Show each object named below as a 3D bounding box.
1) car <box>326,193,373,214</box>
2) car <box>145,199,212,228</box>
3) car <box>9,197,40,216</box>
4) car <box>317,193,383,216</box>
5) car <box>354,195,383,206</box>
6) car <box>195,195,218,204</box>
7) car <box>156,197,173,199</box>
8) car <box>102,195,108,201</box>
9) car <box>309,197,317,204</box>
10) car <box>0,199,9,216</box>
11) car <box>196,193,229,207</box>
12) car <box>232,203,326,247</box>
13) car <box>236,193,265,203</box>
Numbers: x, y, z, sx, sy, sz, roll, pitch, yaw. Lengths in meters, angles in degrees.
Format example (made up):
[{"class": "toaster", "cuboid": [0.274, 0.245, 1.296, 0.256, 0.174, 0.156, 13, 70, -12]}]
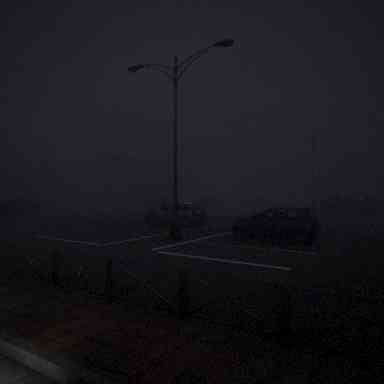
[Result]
[{"class": "car", "cuboid": [15.220, 1.077, 32.085, 3.866, 1.878, 1.905, 0, 0, 34]}, {"class": "car", "cuboid": [-1.030, 1.384, 20.701, 3.806, 1.475, 1.970, 0, 0, 34]}, {"class": "car", "cuboid": [-16.445, 1.330, 31.228, 5.027, 1.636, 2.152, 0, 0, 34]}, {"class": "car", "cuboid": [13.943, 1.097, 29.443, 4.605, 1.855, 1.932, 0, 0, 34]}, {"class": "car", "cuboid": [25.660, 1.232, 48.215, 3.806, 1.475, 1.970, 0, 0, 34]}, {"class": "car", "cuboid": [2.608, 1.360, 59.698, 3.806, 1.475, 1.970, 0, 0, 34]}, {"class": "car", "cuboid": [-3.471, 1.319, 36.785, 3.633, 1.501, 1.845, 0, 0, 34]}, {"class": "car", "cuboid": [-22.955, 1.479, 81.524, 2.242, 1.667, 4.611, 0, 0, 34]}, {"class": "car", "cuboid": [21.850, 1.298, 55.186, 4.514, 1.523, 2.007, 0, 0, 34]}, {"class": "car", "cuboid": [-18.150, 1.339, 28.594, 4.514, 1.523, 2.007, 0, 0, 34]}, {"class": "car", "cuboid": [2.135, 1.297, 45.058, 4.514, 1.523, 2.007, 0, 0, 34]}, {"class": "car", "cuboid": [3.470, 1.374, 14.090, 3.633, 1.501, 1.845, 0, 0, 34]}, {"class": "car", "cuboid": [9.669, 1.097, 55.003, 4.605, 1.855, 1.932, 0, 0, 34]}]
